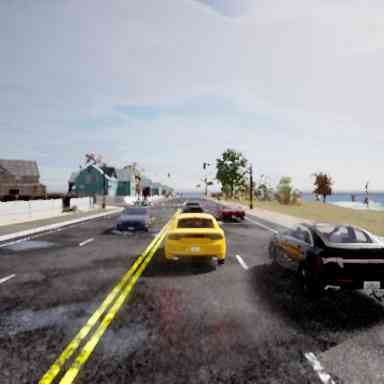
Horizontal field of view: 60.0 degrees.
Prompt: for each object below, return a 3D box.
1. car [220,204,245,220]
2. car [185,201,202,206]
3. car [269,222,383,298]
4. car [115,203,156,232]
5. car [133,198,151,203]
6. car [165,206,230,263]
[{"bbox_3d":[3.355,1.704,28.935,1.895,1.301,4.718,0,0,0],"label":"car"},{"bbox_3d":[0.105,1.612,30.063,1.837,1.490,4.892,0,0,0],"label":"car"},{"bbox_3d":[3.347,1.520,8.604,2.128,1.511,4.902,0,0,0],"label":"car"},{"bbox_3d":[-3.346,1.620,20.892,2.033,1.411,5.357,0,0,0],"label":"car"},{"bbox_3d":[-6.491,1.493,43.351,2.128,1.511,4.902,0,0,0],"label":"car"},{"bbox_3d":[0.101,1.519,12.196,1.882,1.535,5.008,0,0,0],"label":"car"}]
